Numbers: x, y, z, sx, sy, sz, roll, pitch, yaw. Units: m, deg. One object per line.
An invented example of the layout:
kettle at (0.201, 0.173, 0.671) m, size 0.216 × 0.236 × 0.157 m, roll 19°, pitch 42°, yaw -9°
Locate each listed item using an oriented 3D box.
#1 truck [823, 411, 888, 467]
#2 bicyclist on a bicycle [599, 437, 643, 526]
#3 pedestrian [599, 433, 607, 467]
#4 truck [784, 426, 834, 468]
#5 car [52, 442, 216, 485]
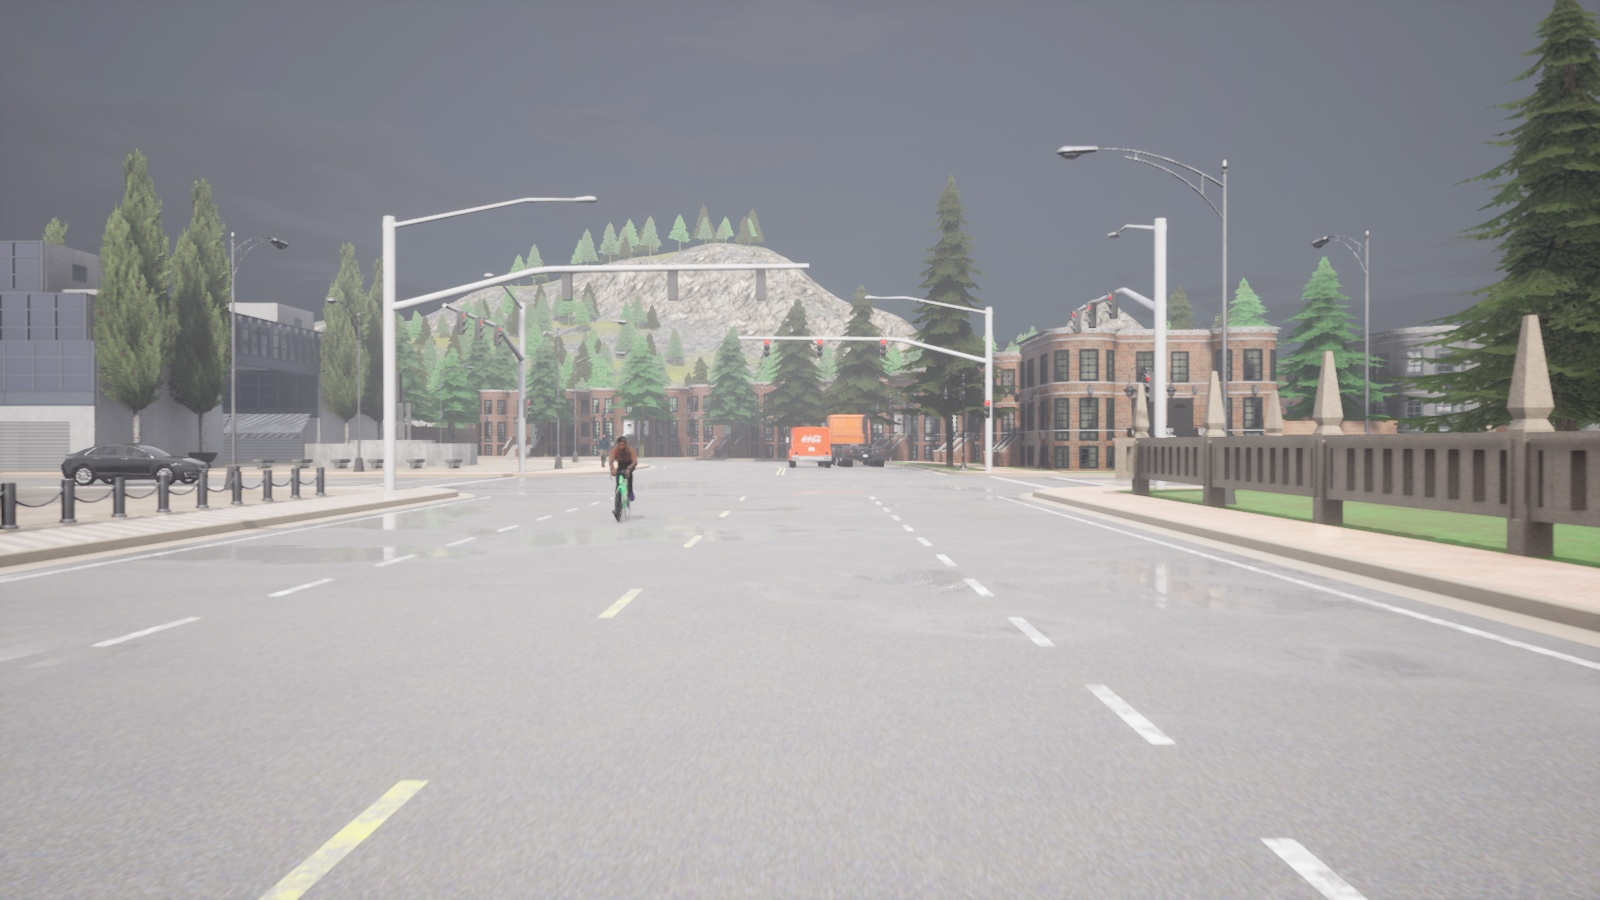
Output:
truck at (3.490, -0.690, 81.186) m, size 2.891 × 3.462 × 7.936 m, roll 0°, pitch 0°, yaw -8°
bicyclist on a bicycle at (-3.350, 0.563, 23.647) m, size 0.582 × 1.620 × 1.656 m, roll 0°, pitch 1°, yaw 0°
pedestrian at (-10.607, 0.015, 67.710) m, size 0.402 × 1.842 × 0.726 m, roll 0°, pitch 0°, yaw -6°
truck at (0.492, -0.174, 77.032) m, size 2.627 × 2.467 × 5.204 m, roll 0°, pitch 0°, yaw -4°
car at (-23.832, 0.478, 45.043) m, size 4.892 × 1.490 × 1.837 m, roll 0°, pitch 0°, yaw 0°
